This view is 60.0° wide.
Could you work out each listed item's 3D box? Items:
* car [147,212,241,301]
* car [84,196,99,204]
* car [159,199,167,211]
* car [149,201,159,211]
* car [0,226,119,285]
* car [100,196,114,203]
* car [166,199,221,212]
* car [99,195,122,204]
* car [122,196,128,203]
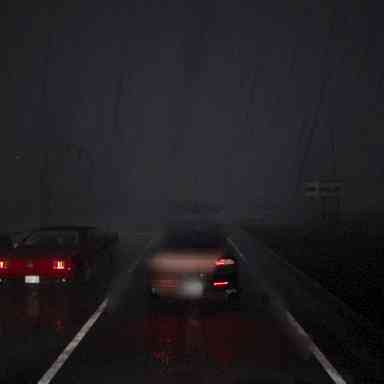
[{"bbox_3d":[0.060,1.492,8.329,2.128,1.511,4.902,0,0,0],"label":"car"},{"bbox_3d":[-18.482,1.477,61.911,1.882,1.535,5.008,0,0,0],"label":"car"},{"bbox_3d":[-0.671,1.477,35.717,5.008,1.535,1.882,0,0,-1],"label":"car"},{"bbox_3d":[-2.998,1.564,39.191,4.181,1.385,1.994,0,0,-1],"label":"car"},{"bbox_3d":[-3.432,1.601,9.415,1.895,1.301,4.718,0,0,0],"label":"car"},{"bbox_3d":[-18.477,1.524,72.196,1.812,1.442,4.674,0,0,0],"label":"car"},{"bbox_3d":[0.287,1.477,32.227,5.008,1.535,1.882,0,0,-1],"label":"car"},{"bbox_3d":[-14.983,1.351,61.356,2.097,1.767,4.553,0,0,0],"label":"car"},{"bbox_3d":[-14.977,1.552,71.129,1.994,1.385,4.181,0,0,0],"label":"car"}]
